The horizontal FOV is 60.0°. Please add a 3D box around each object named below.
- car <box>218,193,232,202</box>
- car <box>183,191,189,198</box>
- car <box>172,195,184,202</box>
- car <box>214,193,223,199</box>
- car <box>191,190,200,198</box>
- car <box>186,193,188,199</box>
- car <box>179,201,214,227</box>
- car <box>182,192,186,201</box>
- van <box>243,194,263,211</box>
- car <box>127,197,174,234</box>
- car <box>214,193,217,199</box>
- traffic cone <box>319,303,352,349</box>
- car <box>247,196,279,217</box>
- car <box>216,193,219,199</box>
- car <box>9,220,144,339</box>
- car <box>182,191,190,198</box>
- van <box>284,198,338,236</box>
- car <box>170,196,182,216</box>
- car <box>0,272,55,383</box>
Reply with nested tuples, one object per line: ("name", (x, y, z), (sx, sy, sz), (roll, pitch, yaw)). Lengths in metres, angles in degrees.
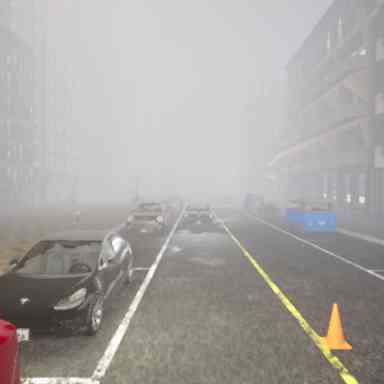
("car", (6.446, 1.143, 61.744), (1.947, 1.339, 4.313), (0, 0, 0))
("car", (-1.788, 0.952, 83.891), (1.947, 1.339, 4.313), (0, 0, 0))
("car", (-2.119, 1.275, 34.186), (2.008, 1.369, 4.403), (0, 0, 0))
("car", (6.592, 0.980, 83.834), (1.887, 1.381, 4.507), (0, 0, 0))
("car", (0.928, 0.603, 86.841), (2.150, 2.045, 5.566), (0, 0, 0))
("car", (-2.009, 1.170, 50.754), (1.947, 1.339, 4.313), (0, 0, 0))
("car", (0.396, 1.434, 21.363), (1.895, 1.301, 4.718), (0, 0, 0))
("car", (-2.082, 1.124, 39.709), (1.967, 1.590, 4.097), (0, 0, 0))
("van", (6.262, 1.114, 34.128), (1.690, 1.788, 3.998), (0, 0, 0))
("car", (-2.229, 1.287, 17.619), (1.967, 1.590, 4.097), (0, 0, 0))
("car", (6.519, 1.029, 72.959), (1.752, 1.417, 4.829), (0, 0, 0))
("traffic cone", (2.101, 1.927, 4.877), (0.340, 0.580, 0.340), (0, 0, 0))
("car", (6.225, 1.358, 28.607), (1.887, 1.381, 4.507), (0, 0, 0))
("car", (6.484, 1.065, 67.435), (1.752, 1.417, 4.829), (0, 0, 0))
("car", (-2.303, 1.498, 6.574), (1.947, 1.339, 4.313), (0, 0, 0))
("car", (-1.715, 0.633, 94.934), (2.192, 1.841, 5.009), (0, 0, 0))
("van", (6.152, 1.236, 17.561), (1.690, 1.788, 3.998), (0, 0, 0))
("car", (-2.156, 1.315, 28.663), (2.008, 1.369, 4.403), (0, 0, 0))
("car", (-2.340, 1.522, 1.051), (1.887, 1.381, 4.507), (0, 0, 0))
